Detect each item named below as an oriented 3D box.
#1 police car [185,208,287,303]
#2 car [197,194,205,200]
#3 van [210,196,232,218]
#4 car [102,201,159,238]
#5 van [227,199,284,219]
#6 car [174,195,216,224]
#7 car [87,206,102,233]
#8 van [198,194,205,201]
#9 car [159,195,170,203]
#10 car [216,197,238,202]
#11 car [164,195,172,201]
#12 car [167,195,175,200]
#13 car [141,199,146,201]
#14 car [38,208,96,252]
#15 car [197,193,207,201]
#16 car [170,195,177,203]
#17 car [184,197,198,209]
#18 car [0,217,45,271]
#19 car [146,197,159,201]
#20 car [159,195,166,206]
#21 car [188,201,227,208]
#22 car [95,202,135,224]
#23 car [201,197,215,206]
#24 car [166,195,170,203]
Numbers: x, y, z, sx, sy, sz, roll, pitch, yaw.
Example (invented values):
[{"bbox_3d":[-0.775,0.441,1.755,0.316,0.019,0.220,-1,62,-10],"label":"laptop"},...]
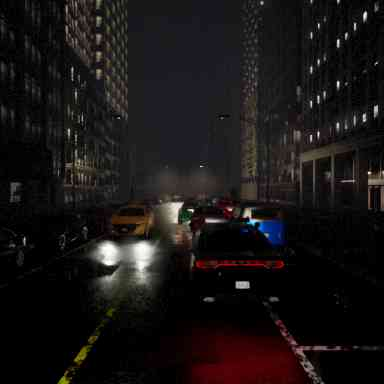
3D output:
[{"bbox_3d":[0.880,1.423,8.410,1.930,1.638,5.238,0,0,0],"label":"police car"},{"bbox_3d":[2.458,1.413,93.529,1.967,1.590,4.097,-1,0,0],"label":"car"},{"bbox_3d":[2.607,1.334,31.009,1.690,1.788,3.998,-1,0,0],"label":"van"},{"bbox_3d":[-3.143,1.473,17.970,1.882,1.535,5.008,0,0,0],"label":"car"},{"bbox_3d":[2.648,1.338,13.958,1.690,1.788,3.998,-1,0,0],"label":"van"},{"bbox_3d":[0.325,1.346,24.395,2.097,1.767,4.553,0,0,8],"label":"car"},{"bbox_3d":[-5.744,1.540,19.621,1.887,1.381,4.507,-1,0,0],"label":"car"},{"bbox_3d":[2.471,1.317,87.845,1.690,1.788,3.998,-1,0,0],"label":"van"},{"bbox_3d":[-5.868,1.421,70.774,1.967,1.590,4.097,-1,0,0],"label":"car"},{"bbox_3d":[2.620,1.309,25.325,2.192,1.841,5.009,-1,0,0],"label":"car"},{"bbox_3d":[-5.894,1.503,81.972,1.752,1.417,4.829,-1,0,0],"label":"car"},{"bbox_3d":[-5.922,1.539,93.509,1.947,1.339,4.313,-1,0,0],"label":"car"},{"bbox_3d":[-5.771,1.575,30.989,1.802,1.307,4.206,-1,0,0],"label":"car"},{"bbox_3d":[-5.731,1.563,13.938,1.947,1.339,4.313,-1,0,0],"label":"car"},{"bbox_3d":[2.484,1.293,82.162,2.192,1.841,5.009,-1,0,0],"label":"car"},{"bbox_3d":[-3.164,1.474,68.805,2.128,1.511,4.902,0,0,0],"label":"car"},{"bbox_3d":[-0.086,1.514,46.325,1.812,1.442,4.674,0,0,0],"label":"car"},{"bbox_3d":[-5.717,1.549,8.254,2.008,1.369,4.403,-1,0,0],"label":"car"},{"bbox_3d":[-5.799,1.541,42.356,2.008,1.369,4.403,-1,0,0],"label":"car"},{"bbox_3d":[-5.826,1.537,53.723,2.008,1.369,4.403,-1,0,0],"label":"car"},{"bbox_3d":[0.856,1.473,18.300,1.882,1.535,5.008,0,0,0],"label":"car"},{"bbox_3d":[-5.759,1.545,25.305,2.008,1.369,4.403,-1,0,0],"label":"car"},{"bbox_3d":[2.555,1.537,53.743,2.008,1.369,4.403,-1,0,0],"label":"car"},{"bbox_3d":[-5.853,1.565,65.090,1.802,1.307,4.206,-1,0,0],"label":"car"}]
